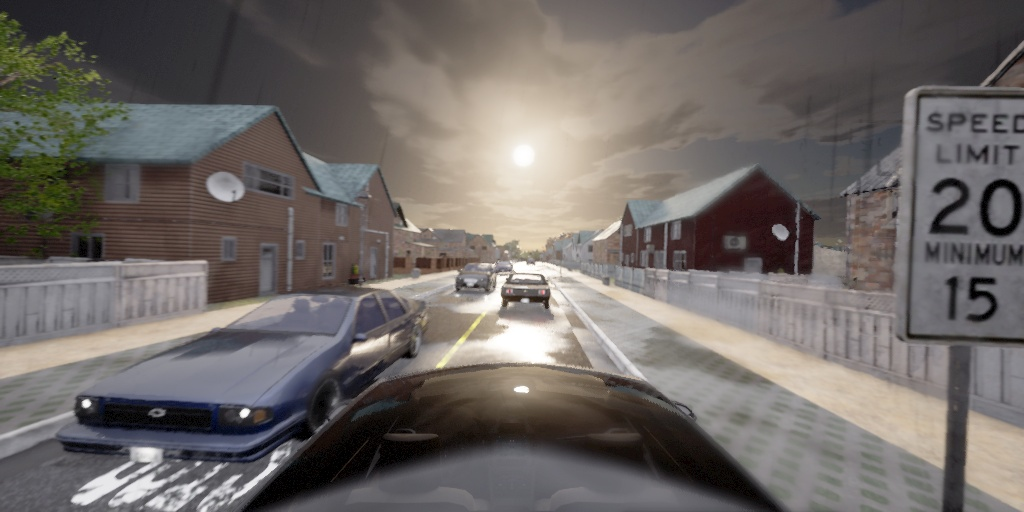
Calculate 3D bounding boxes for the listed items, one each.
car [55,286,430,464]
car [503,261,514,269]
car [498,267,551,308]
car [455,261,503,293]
[{"bbox_3d":[-2.770,1.201,5.525,2.033,1.411,5.357,2,0,3],"label":"car"},{"bbox_3d":[-0.808,1.258,39.503,1.812,1.442,4.674,2,0,3],"label":"car"},{"bbox_3d":[0.626,1.359,15.447,1.895,1.301,4.718,2,0,3],"label":"car"},{"bbox_3d":[-1.947,1.165,20.429,2.128,1.511,4.902,2,0,3],"label":"car"}]
